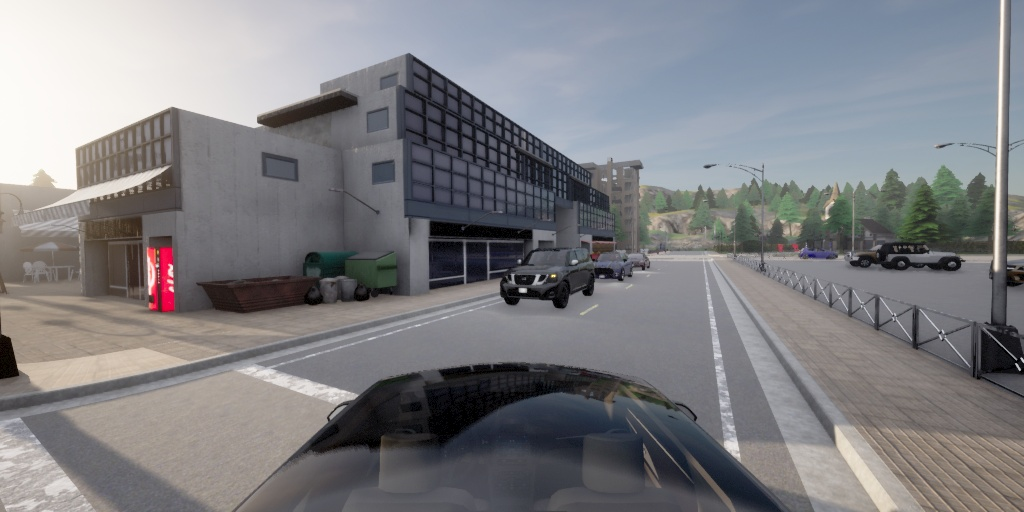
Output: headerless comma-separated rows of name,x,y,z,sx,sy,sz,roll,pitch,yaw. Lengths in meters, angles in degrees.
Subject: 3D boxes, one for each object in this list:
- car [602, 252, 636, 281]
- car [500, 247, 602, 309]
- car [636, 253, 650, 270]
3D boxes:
car,6.234,0.544,22.665,2.097,1.767,4.553,0,2,28
car,1.635,0.683,13.971,2.150,2.045,5.566,0,1,28
car,11.023,0.438,31.708,1.812,1.442,4.674,0,2,28
